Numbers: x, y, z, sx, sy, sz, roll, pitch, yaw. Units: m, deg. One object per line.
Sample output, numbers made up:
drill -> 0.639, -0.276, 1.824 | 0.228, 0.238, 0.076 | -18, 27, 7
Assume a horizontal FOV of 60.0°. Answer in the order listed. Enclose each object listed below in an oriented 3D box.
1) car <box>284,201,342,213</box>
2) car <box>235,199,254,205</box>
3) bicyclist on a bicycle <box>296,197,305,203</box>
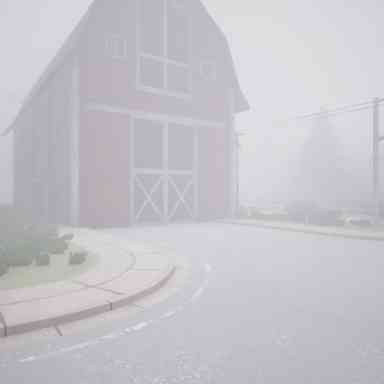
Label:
car -> 10.964, 1.574, 30.625 | 2.033, 1.411, 5.357 | 0, 0, -35
car -> 5.415, 1.553, 38.674 | 1.812, 1.442, 4.674 | 0, 0, -34
bicyclist on a bicycle -> 13.285, 1.322, 40.249 | 1.656, 1.620, 0.582 | 46, -25, -24
